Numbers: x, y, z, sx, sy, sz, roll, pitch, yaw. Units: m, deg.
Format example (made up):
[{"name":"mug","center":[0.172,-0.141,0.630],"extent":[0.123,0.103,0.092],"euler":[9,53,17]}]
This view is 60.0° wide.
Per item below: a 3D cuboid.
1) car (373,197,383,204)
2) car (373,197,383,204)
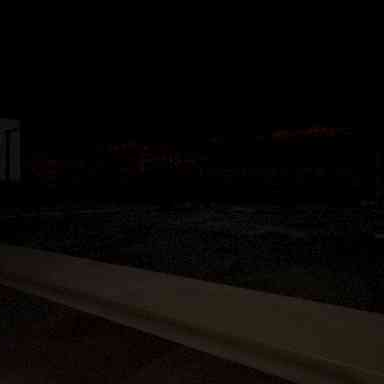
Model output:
[{"name":"car","center":[37.530,1.576,65.380],"extent":[1.853,1.218,4.536],"euler":[1,1,6]},{"name":"car","center":[37.523,1.734,65.330],"extent":[2.038,1.542,4.974],"euler":[1,1,6]}]
